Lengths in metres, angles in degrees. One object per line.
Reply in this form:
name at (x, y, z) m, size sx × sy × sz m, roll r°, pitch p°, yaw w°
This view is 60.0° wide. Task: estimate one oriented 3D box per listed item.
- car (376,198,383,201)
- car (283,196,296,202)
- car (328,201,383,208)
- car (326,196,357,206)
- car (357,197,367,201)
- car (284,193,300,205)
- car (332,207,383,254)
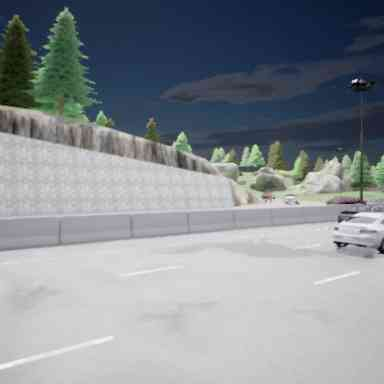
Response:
car at (25.460, 1.505, 43.594) m, size 5.008 × 1.535 × 1.882 m, roll 0°, pitch 0°, yaw -35°
car at (22.661, 1.634, 77.360) m, size 1.895 × 1.301 × 4.718 m, roll 0°, pitch 0°, yaw 5°
car at (10.739, 1.504, 20.008) m, size 4.902 × 1.511 × 2.128 m, roll 0°, pitch 0°, yaw -36°
car at (22.083, 1.380, 49.770) m, size 4.553 × 1.767 × 2.097 m, roll 0°, pitch 0°, yaw -35°
car at (29.330, 1.561, 59.191) m, size 4.674 × 1.442 × 1.812 m, roll 0°, pitch 0°, yaw -36°
car at (18.298, 1.251, 60.805) m, size 2.150 × 2.045 × 5.566 m, roll 0°, pitch 0°, yaw 25°
car at (7.511, 1.534, 13.404) m, size 4.674 × 1.442 × 1.812 m, roll 0°, pitch 0°, yaw -36°
